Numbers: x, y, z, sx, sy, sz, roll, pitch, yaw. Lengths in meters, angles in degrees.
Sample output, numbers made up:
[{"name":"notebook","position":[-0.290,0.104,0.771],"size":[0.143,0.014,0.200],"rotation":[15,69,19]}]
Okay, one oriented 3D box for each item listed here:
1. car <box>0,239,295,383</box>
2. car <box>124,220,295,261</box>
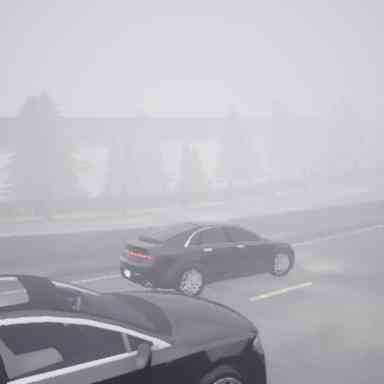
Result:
[{"name":"car","position":[-1.474,1.490,2.694],"size":[4.902,1.511,2.128],"rotation":[0,0,-35]},{"name":"car","position":[0.602,1.484,8.475],"size":[4.892,1.490,1.837],"rotation":[0,0,-36]}]
